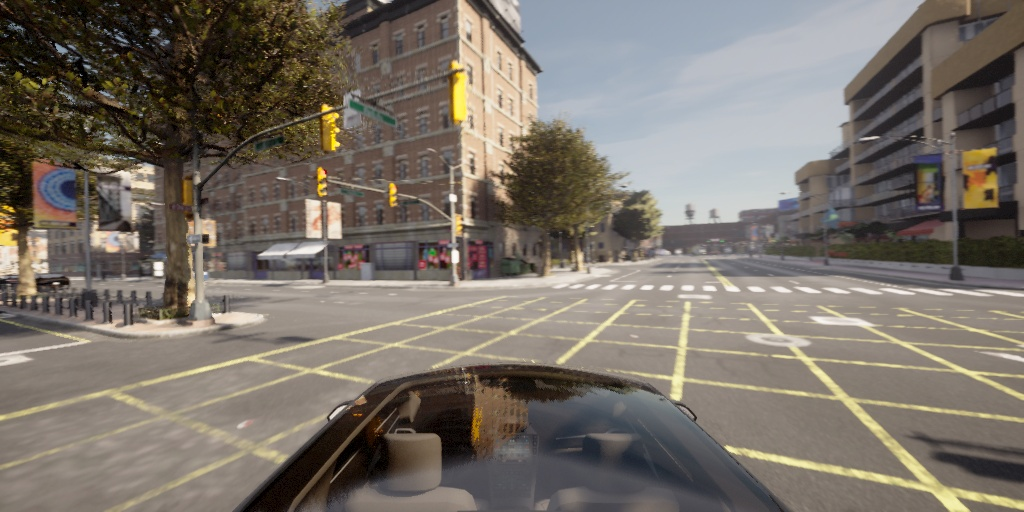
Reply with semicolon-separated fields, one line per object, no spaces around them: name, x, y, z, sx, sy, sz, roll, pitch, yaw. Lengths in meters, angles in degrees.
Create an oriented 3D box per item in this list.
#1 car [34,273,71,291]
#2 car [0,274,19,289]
car;-41.660;2.311;32.164;5.008;1.535;1.882;-2;0;27
car;-50.931;2.602;36.911;4.674;1.442;1.812;-2;0;27
